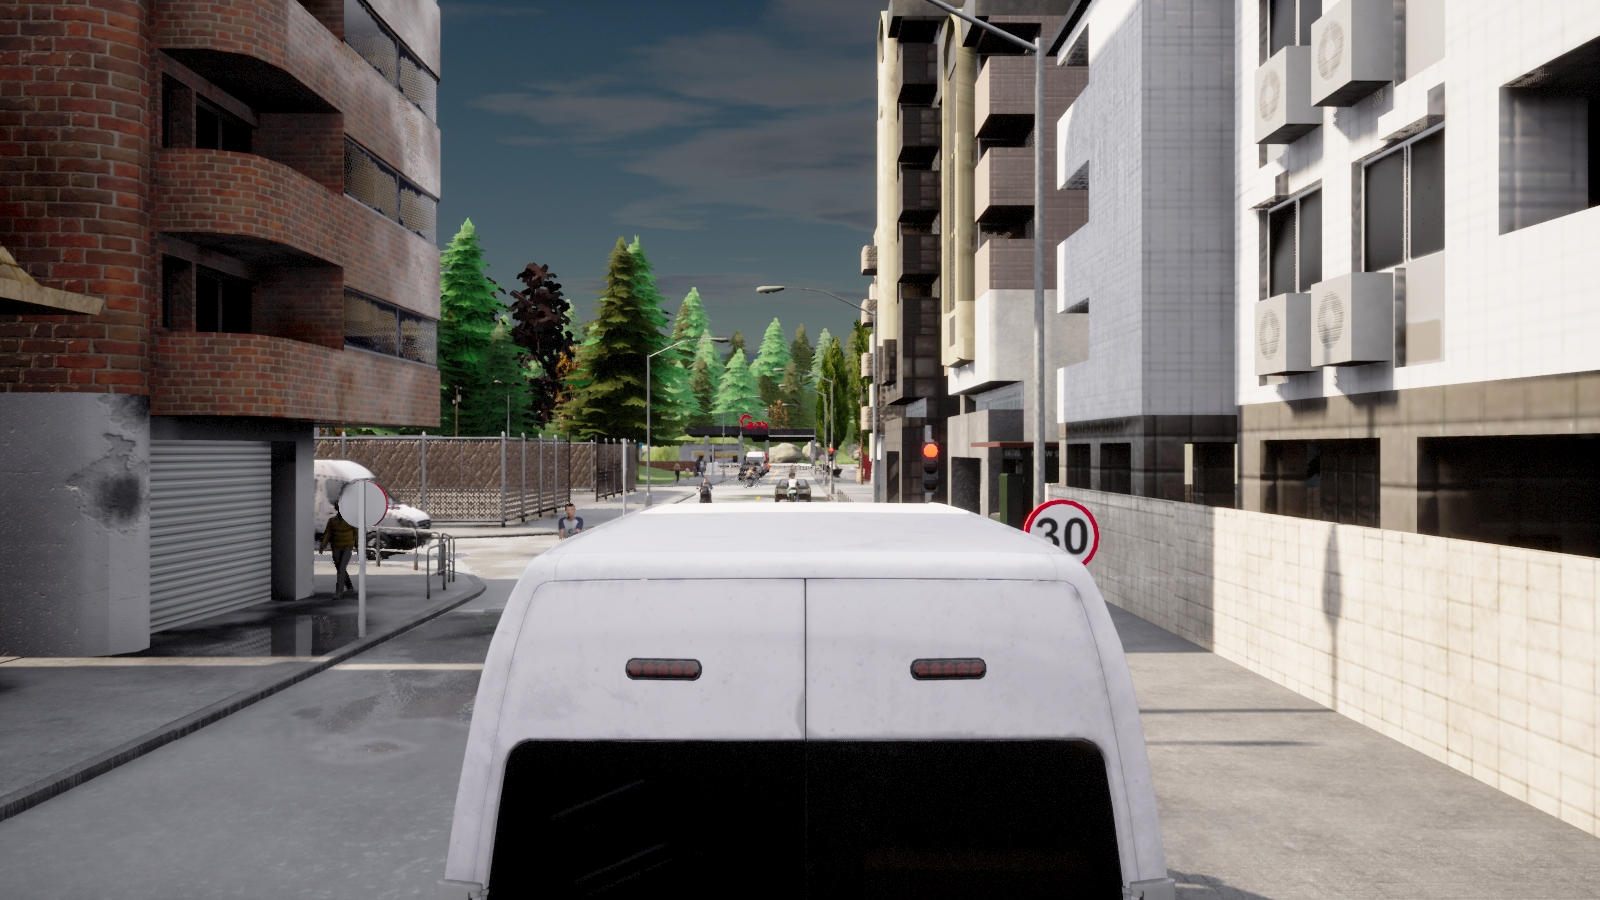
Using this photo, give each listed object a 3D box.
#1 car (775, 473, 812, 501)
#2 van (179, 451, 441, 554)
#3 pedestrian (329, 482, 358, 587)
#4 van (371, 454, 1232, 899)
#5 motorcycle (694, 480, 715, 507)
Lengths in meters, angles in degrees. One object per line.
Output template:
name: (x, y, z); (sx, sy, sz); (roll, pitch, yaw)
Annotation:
car: (-0.339, 1.912, 60.159); (1.895, 1.301, 4.718); (0, 0, 0)
van: (-12.551, 1.303, 29.538); (5.915, 2.561, 1.988); (0, 0, 0)
pedestrian: (-8.204, 1.508, 20.534); (0.375, 1.860, 0.375); (0, 0, 0)
van: (-0.009, 1.312, 5.597); (1.988, 2.561, 5.915); (0, 0, 0)
motorcycle: (-4.334, 1.973, 52.180); (0.803, 1.145, 2.033); (0, 0, 0)
